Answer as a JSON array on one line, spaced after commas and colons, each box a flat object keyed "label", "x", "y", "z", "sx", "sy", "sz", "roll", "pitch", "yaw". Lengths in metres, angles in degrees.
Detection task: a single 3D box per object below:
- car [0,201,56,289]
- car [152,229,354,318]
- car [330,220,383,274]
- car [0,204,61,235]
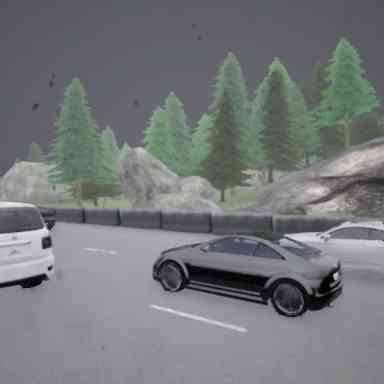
[{"label": "car", "x": -5.597, "y": 1.237, "z": 7.997, "sx": 5.566, "sy": 2.045, "sz": 2.150, "roll": 0, "pitch": 0, "yaw": 36}, {"label": "car", "x": 1.115, "y": 1.569, "z": 7.495, "sx": 4.181, "sy": 1.385, "sz": 1.994, "roll": 0, "pitch": 0, "yaw": 35}, {"label": "car", "x": 4.591, "y": 1.528, "z": 9.316, "sx": 4.674, "sy": 1.442, "sz": 1.812, "roll": 0, "pitch": 0, "yaw": 35}, {"label": "car", "x": -10.067, "y": 1.537, "z": 19.766, "sx": 4.892, "sy": 1.490, "sz": 1.837, "roll": 0, "pitch": 0, "yaw": 35}]
